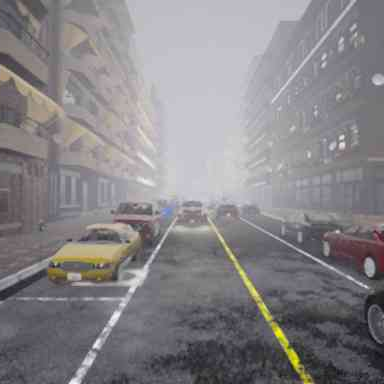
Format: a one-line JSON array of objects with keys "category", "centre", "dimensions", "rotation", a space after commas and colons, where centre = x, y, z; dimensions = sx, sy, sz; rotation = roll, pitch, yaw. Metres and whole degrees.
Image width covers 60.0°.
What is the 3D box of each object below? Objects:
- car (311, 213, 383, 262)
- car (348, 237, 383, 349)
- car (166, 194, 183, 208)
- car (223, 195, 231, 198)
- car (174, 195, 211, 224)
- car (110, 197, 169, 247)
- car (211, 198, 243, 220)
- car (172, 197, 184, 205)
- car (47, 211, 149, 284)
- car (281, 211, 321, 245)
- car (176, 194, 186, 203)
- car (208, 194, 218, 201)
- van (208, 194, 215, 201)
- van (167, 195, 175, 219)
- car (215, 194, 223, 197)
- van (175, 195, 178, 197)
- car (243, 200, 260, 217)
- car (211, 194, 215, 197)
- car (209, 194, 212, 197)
[{"category": "car", "centre": [5.344, 1.550, 9.717], "dimensions": [1.887, 1.381, 4.507], "rotation": [2, 0, 0]}, {"category": "car", "centre": [3.576, 1.531, 3.269], "dimensions": [1.812, 1.442, 4.674], "rotation": [0, 0, 0]}, {"category": "car", "centre": [-2.470, 1.326, 48.505], "dimensions": [2.192, 1.841, 5.009], "rotation": [2, 0, 0]}, {"category": "car", "centre": [5.405, 1.459, 42.902], "dimensions": [1.967, 1.590, 4.097], "rotation": [1, 0, 0]}, {"category": "car", "centre": [0.033, 1.344, 24.363], "dimensions": [2.097, 1.767, 4.553], "rotation": [0, 0, 0]}, {"category": "car", "centre": [-2.520, 1.303, 15.324], "dimensions": [2.192, 1.841, 5.009], "rotation": [2, 0, 0]}, {"category": "car", "centre": [2.827, 1.505, 27.945], "dimensions": [1.837, 1.490, 4.892], "rotation": [0, 0, 1]}, {"category": "car", "centre": [-2.461, 1.596, 59.567], "dimensions": [1.947, 1.339, 4.313], "rotation": [2, 0, 0]}, {"category": "car", "centre": [-2.535, 1.515, 9.622], "dimensions": [1.752, 1.417, 4.829], "rotation": [2, 0, 0]}, {"category": "car", "centre": [5.353, 1.554, 15.249], "dimensions": [2.008, 1.369, 4.403], "rotation": [1, 0, 0]}, {"category": "car", "centre": [-2.429, 1.390, 76.157], "dimensions": [2.192, 1.841, 5.009], "rotation": [1, 0, 0]}, {"category": "car", "centre": [5.433, 1.445, 87.153], "dimensions": [2.192, 1.841, 5.009], "rotation": [1, 0, 0]}, {"category": "van", "centre": [5.440, 1.493, 92.685], "dimensions": [1.690, 1.788, 3.998], "rotation": [1, 0, 0]}, {"category": "van", "centre": [-2.504, 1.329, 26.382], "dimensions": [1.690, 1.788, 3.998], "rotation": [2, 0, 0]}, {"category": "car", "centre": [5.384, 1.350, 53.964], "dimensions": [2.192, 1.841, 5.009], "rotation": [1, 0, 0]}, {"category": "van", "centre": [-2.497, 1.333, 31.914], "dimensions": [1.690, 1.788, 3.998], "rotation": [2, 0, 0]}, {"category": "car", "centre": [5.379, 1.552, 31.841], "dimensions": [1.887, 1.381, 4.507], "rotation": [1, 0, 0]}, {"category": "car", "centre": [5.397, 1.499, 65.027], "dimensions": [1.967, 1.590, 4.097], "rotation": [1, 0, 0]}, {"category": "car", "centre": [5.410, 1.672, 76.090], "dimensions": [1.802, 1.307, 4.206], "rotation": [1, 0, 0]}]
